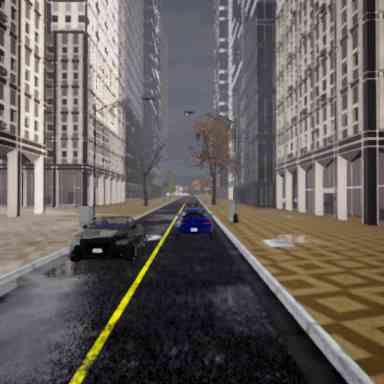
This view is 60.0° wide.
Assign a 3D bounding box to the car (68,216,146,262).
[{"bbox_3d":[-2.851,1.570,11.997,1.994,1.385,4.181,0,0,0],"label":"car"}]

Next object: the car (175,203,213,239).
[{"bbox_3d":[0.097,1.535,17.214,1.812,1.442,4.674,0,0,0],"label":"car"}]

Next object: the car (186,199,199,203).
[{"bbox_3d":[0.092,1.569,40.052,2.033,1.411,5.357,0,0,0],"label":"car"}]
